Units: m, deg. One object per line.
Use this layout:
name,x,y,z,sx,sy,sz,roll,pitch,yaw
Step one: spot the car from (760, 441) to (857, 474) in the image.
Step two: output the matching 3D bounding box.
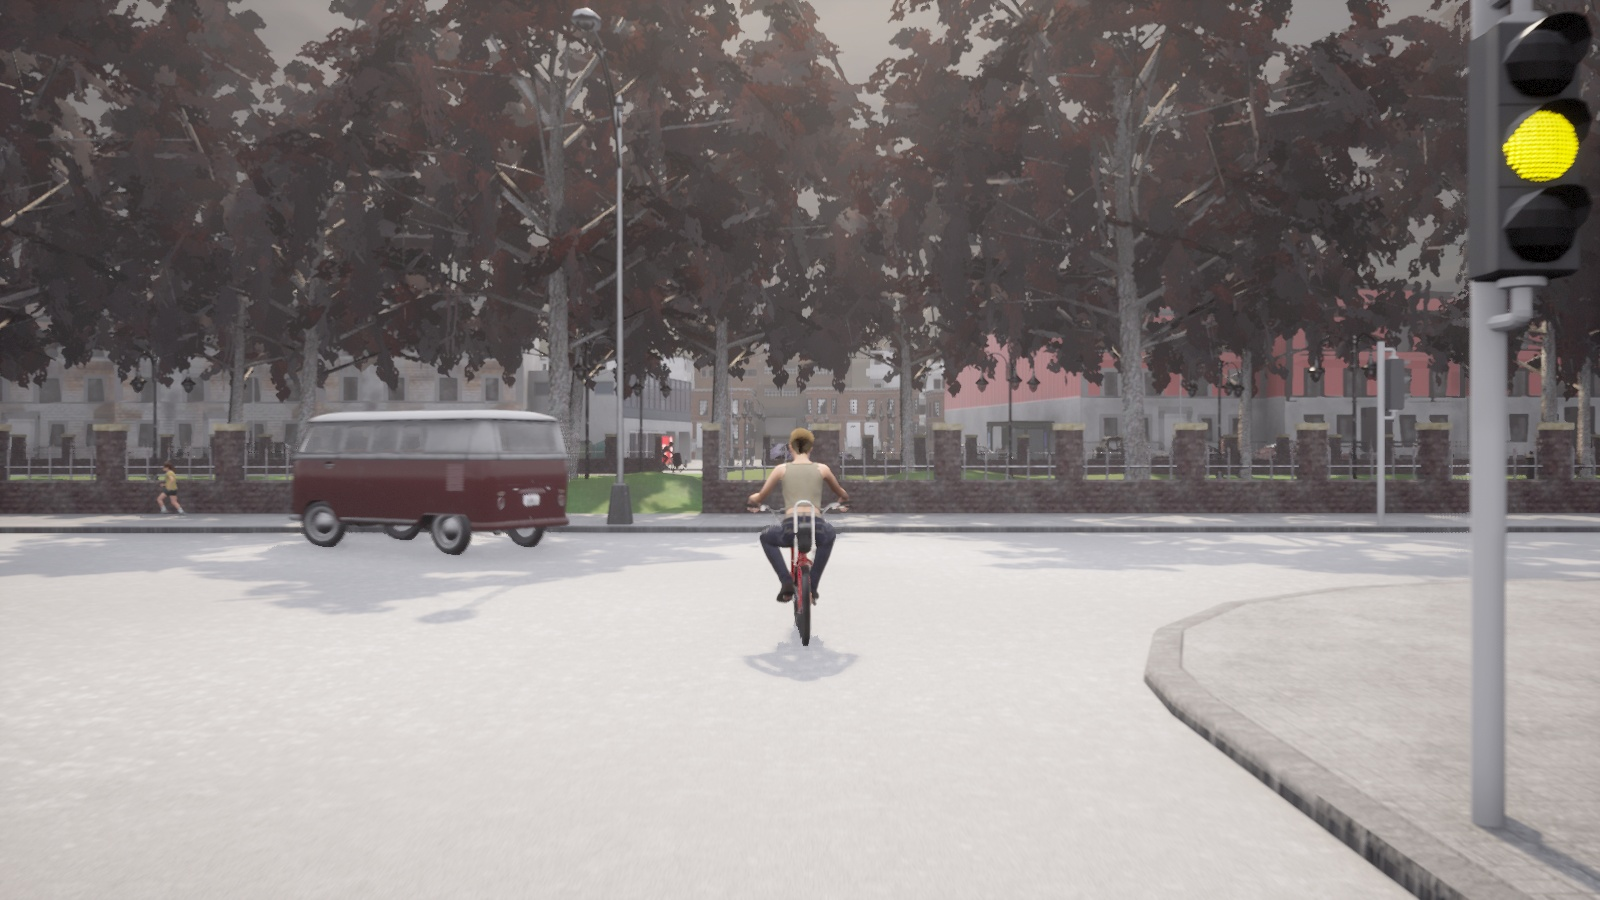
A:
car,0.435,0.356,64.249,4.856,1.649,2.033,0,0,0

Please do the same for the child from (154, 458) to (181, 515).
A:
child,-12.265,0.705,24.371,0.394,1.110,0.255,0,0,0

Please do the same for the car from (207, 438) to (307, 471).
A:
car,-29.528,0.242,68.373,4.553,1.767,2.097,0,0,0

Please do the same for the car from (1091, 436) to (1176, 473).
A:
car,17.003,0.236,64.168,3.866,1.878,1.905,0,0,0

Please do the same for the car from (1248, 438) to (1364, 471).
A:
car,25.788,0.226,64.139,5.027,1.651,2.152,0,0,1

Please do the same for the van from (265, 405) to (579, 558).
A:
van,-5.508,0.403,18.144,4.442,1.987,1.775,0,0,30

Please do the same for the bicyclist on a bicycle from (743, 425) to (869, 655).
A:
bicyclist on a bicycle,0.009,0.635,9.631,0.866,1.612,1.509,-1,0,-3

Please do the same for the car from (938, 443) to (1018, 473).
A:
car,9.057,0.399,64.208,3.806,1.475,1.970,0,0,0
